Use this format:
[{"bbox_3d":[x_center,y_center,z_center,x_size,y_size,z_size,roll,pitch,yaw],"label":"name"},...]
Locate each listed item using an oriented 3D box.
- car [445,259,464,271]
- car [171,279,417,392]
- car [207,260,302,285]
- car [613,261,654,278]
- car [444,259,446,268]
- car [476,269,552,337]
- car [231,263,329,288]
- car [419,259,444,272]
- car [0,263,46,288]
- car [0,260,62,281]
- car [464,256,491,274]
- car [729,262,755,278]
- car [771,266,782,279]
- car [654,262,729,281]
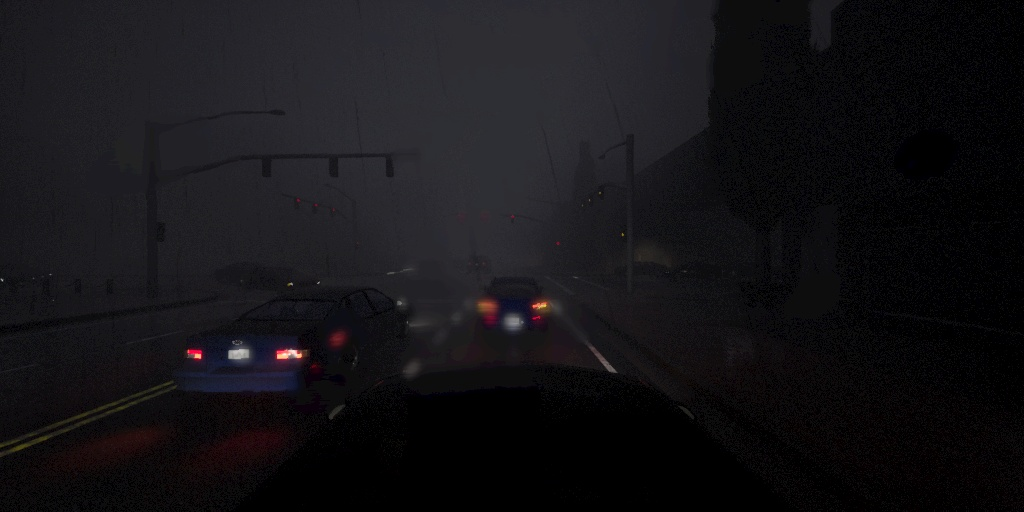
[{"bbox_3d":[-7.270,1.241,49.284,2.128,1.511,4.902,0,0,1],"label":"car"},{"bbox_3d":[-3.449,1.297,7.060,2.033,1.411,5.357,0,0,0],"label":"car"},{"bbox_3d":[-18.054,1.228,25.339,5.008,1.535,1.882,0,0,0],"label":"car"},{"bbox_3d":[11.895,1.241,33.342,4.902,1.511,2.128,0,0,0],"label":"car"},{"bbox_3d":[-10.617,1.255,56.572,1.837,1.490,4.892,0,0,1],"label":"car"},{"bbox_3d":[0.058,1.276,10.161,1.812,1.442,4.674,0,0,0],"label":"car"},{"bbox_3d":[-12.752,1.298,19.601,5.357,1.411,2.033,0,0,30],"label":"car"},{"bbox_3d":[-10.803,1.228,47.233,1.882,1.535,5.008,0,0,1],"label":"car"},{"bbox_3d":[-32.474,1.297,21.760,5.357,1.411,2.033,0,0,0],"label":"car"},{"bbox_3d":[-35.483,1.254,25.247,4.892,1.490,1.837,0,0,0],"label":"car"},{"bbox_3d":[-3.657,0.971,40.723,2.150,2.045,5.566,0,0,2],"label":"car"},{"bbox_3d":[21.637,1.297,33.322,5.357,1.411,2.033,0,0,0],"label":"car"},{"bbox_3d":[24.045,1.103,29.816,4.553,1.767,2.097,0,0,0],"label":"car"},{"bbox_3d":[14.827,1.255,29.836,4.892,1.490,1.837,0,0,0],"label":"car"}]
